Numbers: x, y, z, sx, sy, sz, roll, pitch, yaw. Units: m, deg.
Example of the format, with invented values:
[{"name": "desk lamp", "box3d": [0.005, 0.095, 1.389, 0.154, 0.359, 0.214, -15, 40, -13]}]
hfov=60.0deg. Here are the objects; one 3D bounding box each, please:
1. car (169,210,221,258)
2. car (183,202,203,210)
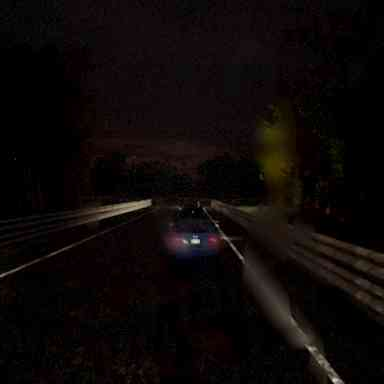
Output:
[{"name": "car", "box3d": [0.104, 1.640, 13.094, 2.033, 1.411, 5.357, 0, 0, 0]}, {"name": "car", "box3d": [0.112, 1.735, 34.818, 2.128, 1.511, 4.902, 0, 0, 0]}]
